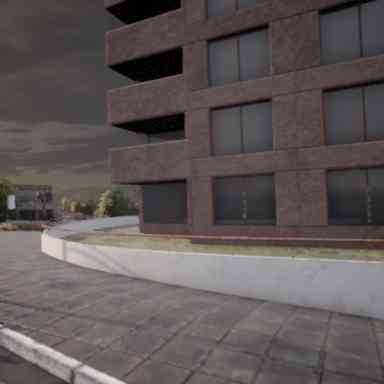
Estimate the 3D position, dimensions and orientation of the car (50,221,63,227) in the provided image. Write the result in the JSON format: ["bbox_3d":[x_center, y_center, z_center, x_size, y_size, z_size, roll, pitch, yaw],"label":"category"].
[{"bbox_3d":[-29.191,6.944,66.330,4.892,1.521,2.231,-1,-6,6],"label":"car"}]

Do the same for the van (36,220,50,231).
[{"bbox_3d":[-30.403,6.422,63.649,4.442,1.987,1.878,-1,-7,6],"label":"van"}]

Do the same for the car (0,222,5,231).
[{"bbox_3d":[-34.484,5.802,55.511,4.674,1.452,2.002,-1,-7,6],"label":"car"}]

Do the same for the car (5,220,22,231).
[{"bbox_3d":[-33.345,6.058,58.237,5.366,1.575,1.946,-1,-6,6],"label":"car"}]

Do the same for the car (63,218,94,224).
[{"bbox_3d":[-25.267,7.578,74.467,5.566,2.045,2.435,-1,-6,6],"label":"car"}]

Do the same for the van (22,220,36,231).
[{"bbox_3d":[-31.724,6.126,60.940,4.442,1.987,1.878,-1,-7,6],"label":"van"}]
